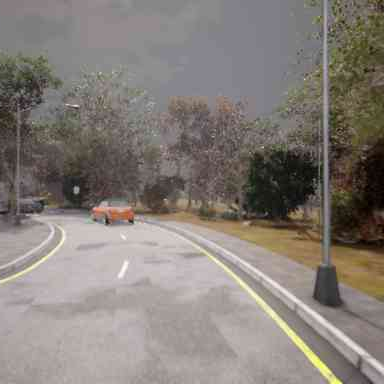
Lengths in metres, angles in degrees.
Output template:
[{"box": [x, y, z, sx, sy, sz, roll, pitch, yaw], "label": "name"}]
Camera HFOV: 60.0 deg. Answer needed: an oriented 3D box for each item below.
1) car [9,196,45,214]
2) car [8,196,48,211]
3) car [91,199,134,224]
[{"box": [-16.381, 1.380, 32.525, 4.892, 1.490, 1.837, 1, 0, 43], "label": "car"}, {"box": [-18.700, 1.253, 37.926, 4.902, 1.511, 2.128, 2, 1, 38], "label": "car"}, {"box": [-6.012, 1.353, 24.832, 2.097, 1.767, 4.553, 0, 0, -31], "label": "car"}]
